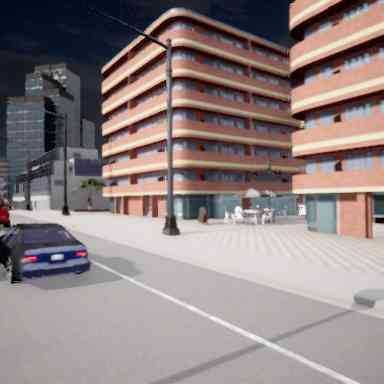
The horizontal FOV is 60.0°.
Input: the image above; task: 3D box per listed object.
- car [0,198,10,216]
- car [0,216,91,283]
[{"bbox_3d":[-14.186,1.439,23.243,2.150,2.045,5.566,0,0,-35],"label":"car"},{"bbox_3d":[-4.751,1.661,10.198,2.033,1.411,5.357,0,0,-35],"label":"car"}]
